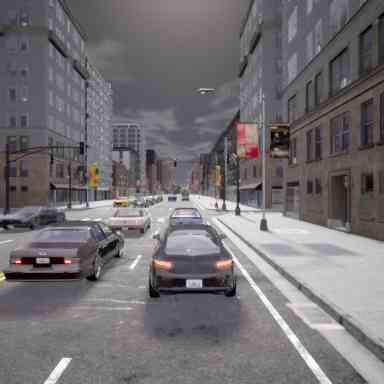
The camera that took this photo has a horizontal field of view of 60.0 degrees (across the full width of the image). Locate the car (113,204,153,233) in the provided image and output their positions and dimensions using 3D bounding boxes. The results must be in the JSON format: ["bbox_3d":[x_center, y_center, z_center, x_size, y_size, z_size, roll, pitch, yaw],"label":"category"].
[{"bbox_3d":[-3.510,1.605,19.448,1.895,1.301,4.718,0,0,-1],"label":"car"}]

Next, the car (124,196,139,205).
[{"bbox_3d":[-11.001,1.545,60.733,1.812,1.442,4.674,0,0,-1],"label":"car"}]

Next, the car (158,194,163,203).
[{"bbox_3d":[-7.863,1.546,69.261,2.128,1.511,4.902,0,0,-1],"label":"car"}]

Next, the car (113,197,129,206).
[{"bbox_3d":[-10.851,1.495,51.511,1.882,1.535,5.008,0,0,-1],"label":"car"}]

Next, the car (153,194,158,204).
[{"bbox_3d":[-7.738,1.511,59.391,2.128,1.511,4.902,0,0,-1],"label":"car"}]

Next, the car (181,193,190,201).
[{"bbox_3d":[-1.592,1.612,80.813,1.895,1.301,4.718,0,0,-1],"label":"car"}]

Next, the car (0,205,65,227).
[{"bbox_3d":[-9.901,1.552,21.155,2.033,1.411,5.357,0,0,4],"label":"car"}]

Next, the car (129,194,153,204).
[{"bbox_3d":[-7.568,1.508,50.038,2.128,1.511,4.902,0,0,-1],"label":"car"}]

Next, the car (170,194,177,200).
[{"bbox_3d":[-5.043,1.388,90.719,1.837,1.490,4.892,0,0,-1],"label":"car"}]

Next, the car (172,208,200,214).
[{"bbox_3d":[-0.331,1.551,18.031,2.033,1.411,5.357,0,0,-1],"label":"car"}]

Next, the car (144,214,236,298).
[{"bbox_3d":[-0.037,1.527,8.444,1.812,1.442,4.674,0,0,-2],"label":"car"}]

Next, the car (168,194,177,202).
[{"bbox_3d":[-4.833,1.494,80.301,1.882,1.535,5.008,0,0,-1],"label":"car"}]

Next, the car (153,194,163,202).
[{"bbox_3d":[-8.068,1.362,79.492,2.097,1.767,4.553,0,0,-1],"label":"car"}]

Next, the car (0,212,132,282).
[{"bbox_3d":[-3.313,1.548,9.783,2.033,1.411,5.357,0,0,-1],"label":"car"}]
